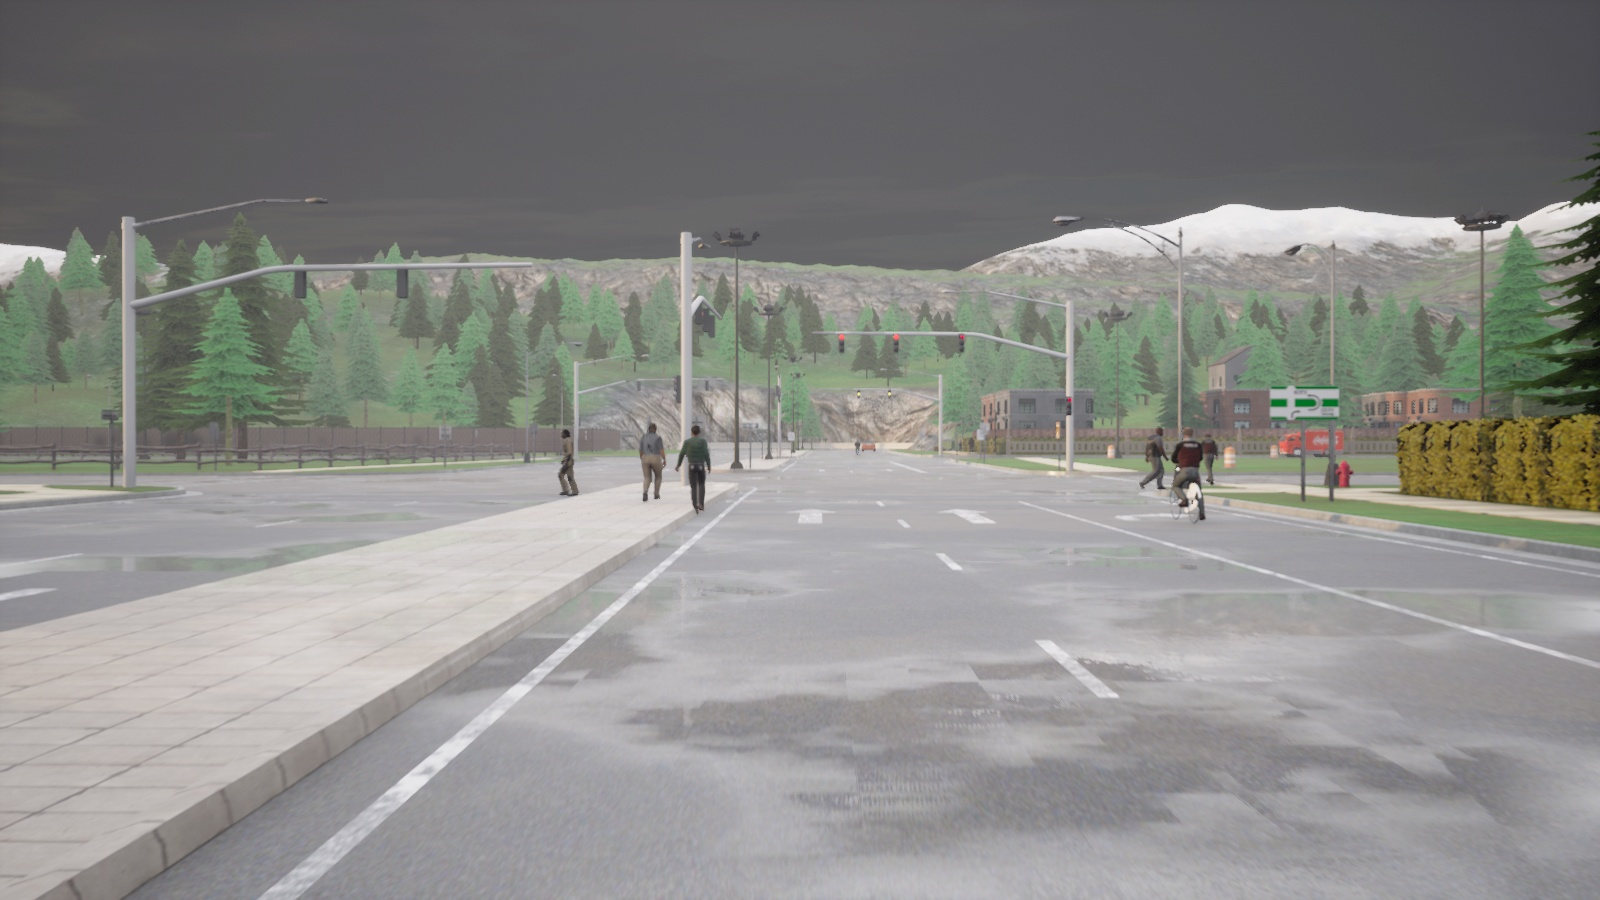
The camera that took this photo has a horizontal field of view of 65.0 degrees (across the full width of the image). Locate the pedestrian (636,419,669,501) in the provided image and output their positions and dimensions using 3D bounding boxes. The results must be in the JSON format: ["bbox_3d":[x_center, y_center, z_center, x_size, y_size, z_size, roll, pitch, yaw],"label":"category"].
[{"bbox_3d":[-3.336,0.222,28.420,0.540,1.848,0.694,0,0,12],"label":"pedestrian"}]

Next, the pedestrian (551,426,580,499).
[{"bbox_3d":[-6.302,0.334,33.743,0.692,1.930,0.396,0,0,-2],"label":"pedestrian"}]

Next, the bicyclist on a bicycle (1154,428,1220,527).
[{"bbox_3d":[7.147,0.481,23.271,0.659,1.776,1.843,0,1,0],"label":"bicyclist on a bicycle"}]

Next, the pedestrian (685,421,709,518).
[{"bbox_3d":[-2.103,0.382,25.596,0.423,1.949,0.788,0,0,0],"label":"pedestrian"}]

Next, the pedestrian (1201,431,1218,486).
[{"bbox_3d":[14.003,0.289,42.929,0.376,1.854,0.720,0,0,4],"label":"pedestrian"}]

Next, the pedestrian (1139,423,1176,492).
[{"bbox_3d":[9.862,0.203,34.661,0.849,1.883,0.563,0,0,-4],"label":"pedestrian"}]
